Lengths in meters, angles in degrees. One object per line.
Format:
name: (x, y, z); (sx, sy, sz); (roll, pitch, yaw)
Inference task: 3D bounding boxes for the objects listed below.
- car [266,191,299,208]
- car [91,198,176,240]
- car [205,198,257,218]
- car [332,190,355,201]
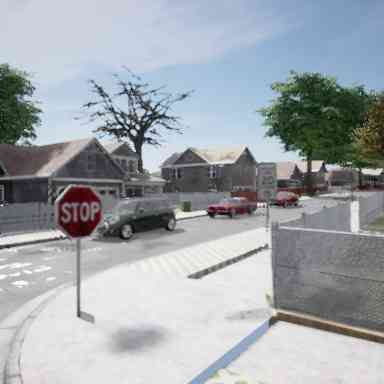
car: (8.791, 0.691, 32.250); (1.882, 1.535, 5.008); (-1, 1, 35)
car: (-2.793, 1.116, 15.796); (2.097, 1.767, 4.553); (-1, 1, 35)
car: (2.895, 1.094, 23.883); (1.895, 1.301, 4.718); (-1, 1, 35)
car: (19.123, 0.413, 41.838); (1.895, 1.301, 4.718); (-1, 1, 35)
